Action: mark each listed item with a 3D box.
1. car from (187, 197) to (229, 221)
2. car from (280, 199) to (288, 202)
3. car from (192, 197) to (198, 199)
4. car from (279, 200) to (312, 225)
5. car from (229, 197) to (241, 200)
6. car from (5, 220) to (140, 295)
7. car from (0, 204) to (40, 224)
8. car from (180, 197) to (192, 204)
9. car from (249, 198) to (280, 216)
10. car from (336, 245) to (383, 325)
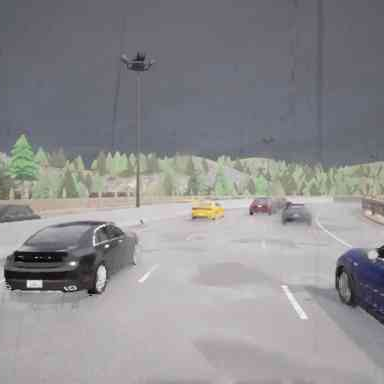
[{"bbox_3d":[1.468,1.492,27.965,1.882,1.535,5.008,0,0,18],"label":"car"},{"bbox_3d":[11.414,1.549,42.299,2.033,1.411,5.357,0,0,31],"label":"car"},{"bbox_3d":[2.607,1.584,54.735,2.128,1.511,4.902,-1,-1,33],"label":"car"},{"bbox_3d":[7.599,1.555,24.194,1.994,1.385,4.181,0,0,17],"label":"car"},{"bbox_3d":[6.607,1.578,54.461,1.837,1.490,4.892,-1,-1,35],"label":"car"},{"bbox_3d":[-2.756,1.510,8.777,1.837,1.490,4.892,0,0,6],"label":"car"},{"bbox_3d":[-9.078,1.374,15.285,2.097,1.767,4.553,0,0,10],"label":"car"},{"bbox_3d":[-0.081,1.592,57.027,1.882,1.535,5.008,-1,0,33],"label":"car"},{"bbox_3d":[7.198,1.352,33.272,2.097,1.767,4.553,0,0,22],"label":"car"},{"bbox_3d":[3.942,1.351,5.094,2.097,1.767,4.553,0,0,4],"label":"car"}]
